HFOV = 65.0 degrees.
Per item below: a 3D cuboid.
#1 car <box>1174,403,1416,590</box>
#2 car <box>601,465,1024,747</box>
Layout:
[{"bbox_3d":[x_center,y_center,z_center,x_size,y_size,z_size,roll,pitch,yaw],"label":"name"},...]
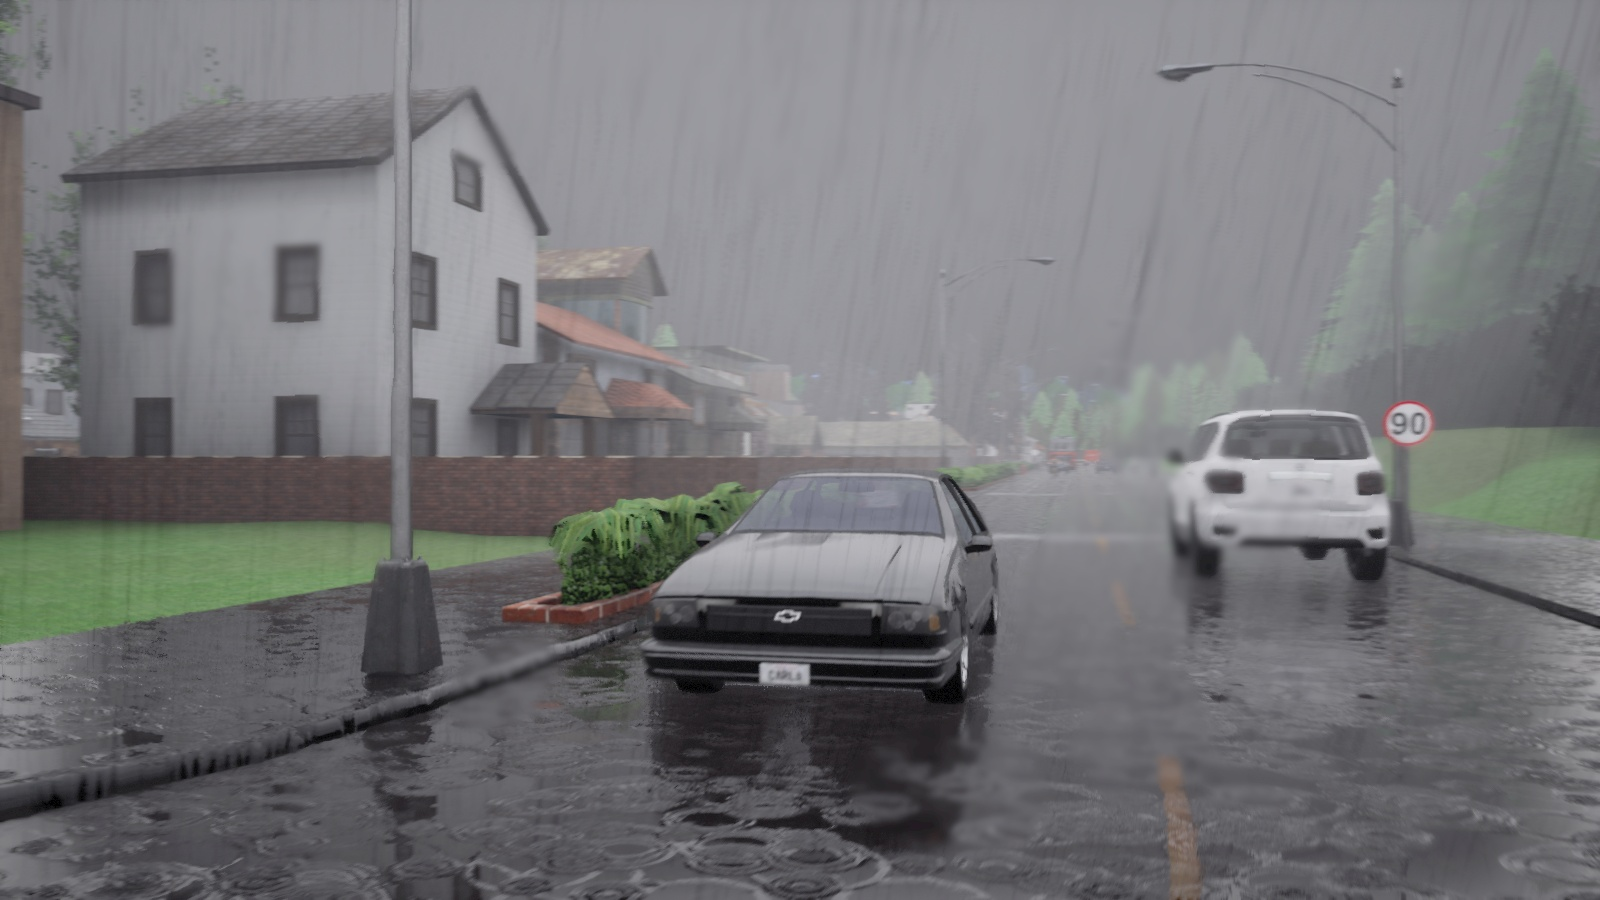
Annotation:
[{"bbox_3d":[6.290,0.523,16.681,2.150,2.045,5.566,0,0,13],"label":"car"},{"bbox_3d":[0.494,0.838,9.308,2.033,1.411,5.357,0,0,13],"label":"car"}]
